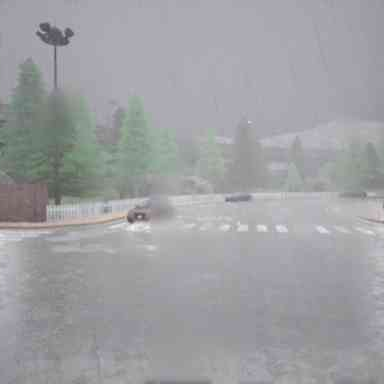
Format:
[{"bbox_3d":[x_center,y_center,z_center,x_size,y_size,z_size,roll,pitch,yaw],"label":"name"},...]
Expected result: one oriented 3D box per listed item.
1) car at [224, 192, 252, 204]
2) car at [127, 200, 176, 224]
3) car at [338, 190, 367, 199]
[{"bbox_3d":[6.156,0.722,43.994,1.882,1.535,5.008,-1,1,38],"label":"car"},{"bbox_3d":[-2.465,1.196,20.963,1.994,1.385,4.181,0,1,16],"label":"car"},{"bbox_3d":[27.442,0.447,57.105,4.892,1.490,1.837,-1,-1,-12],"label":"car"}]
